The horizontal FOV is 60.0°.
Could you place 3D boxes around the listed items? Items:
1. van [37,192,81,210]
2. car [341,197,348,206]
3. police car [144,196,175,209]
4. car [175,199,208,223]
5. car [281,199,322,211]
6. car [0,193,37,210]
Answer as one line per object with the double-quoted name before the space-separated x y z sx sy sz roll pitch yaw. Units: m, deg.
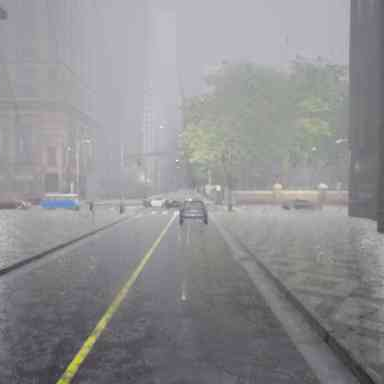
"van" -14.573 1.139 37.041 3.998 1.788 1.690 0 1 0
"car" 23.166 1.003 45.368 5.009 1.841 2.192 0 1 0
"police car" -3.787 1.243 40.134 4.974 1.542 2.038 0 3 42
"car" 0.104 1.271 23.637 2.033 1.649 4.856 0 0 0
"car" 12.084 1.414 36.907 4.313 1.339 1.947 0 1 0
"car" -20.014 1.231 37.071 4.097 1.590 1.967 0 1 0
